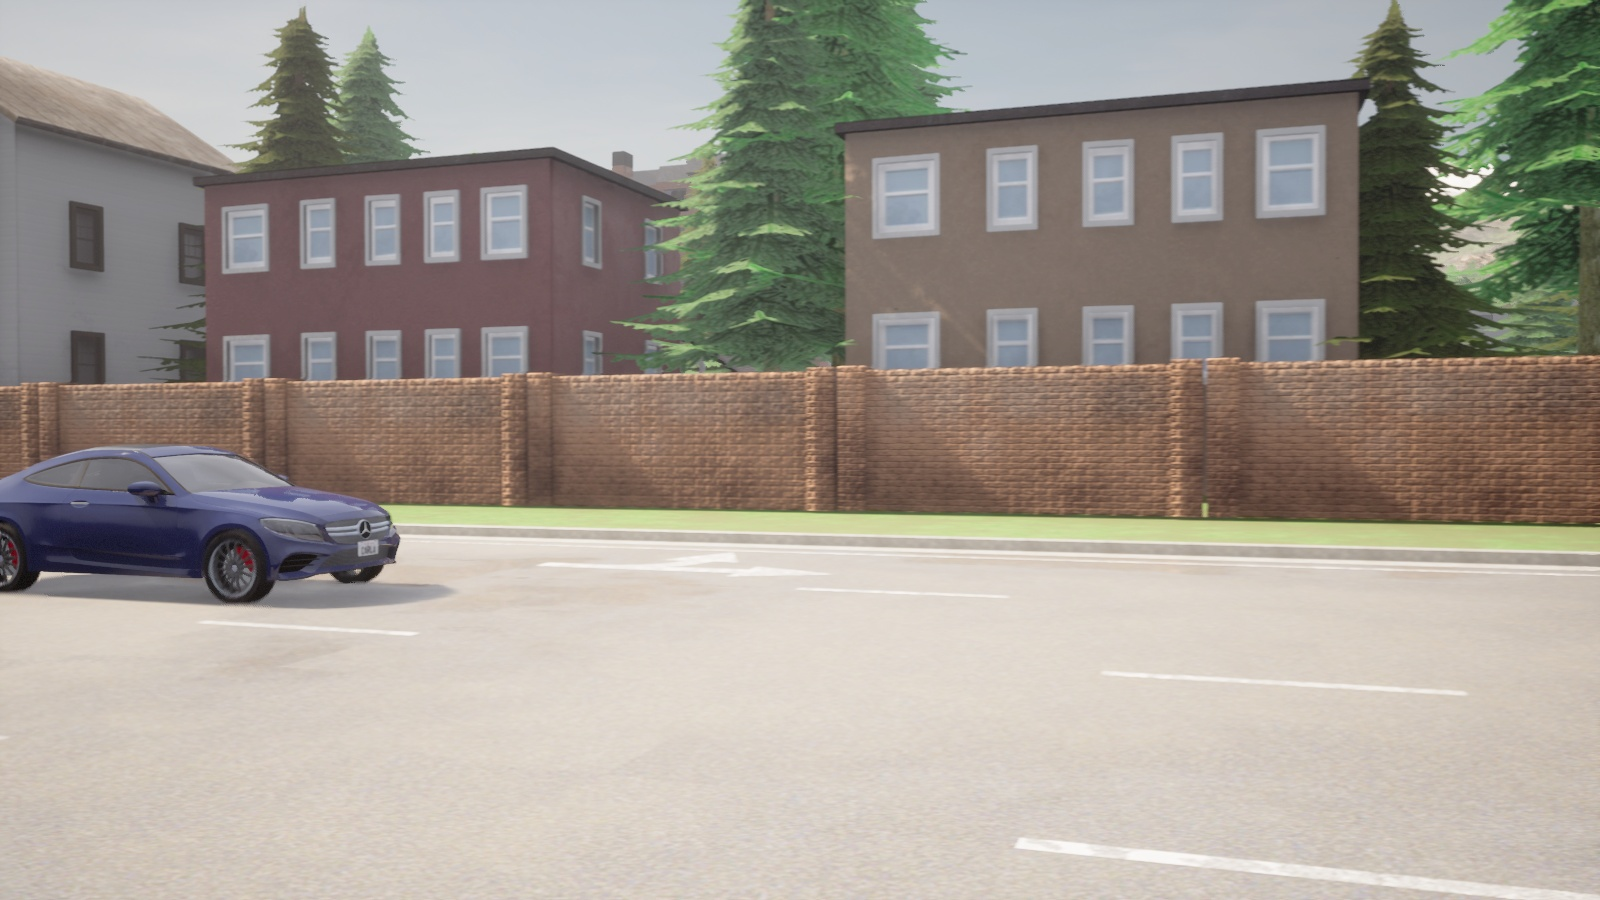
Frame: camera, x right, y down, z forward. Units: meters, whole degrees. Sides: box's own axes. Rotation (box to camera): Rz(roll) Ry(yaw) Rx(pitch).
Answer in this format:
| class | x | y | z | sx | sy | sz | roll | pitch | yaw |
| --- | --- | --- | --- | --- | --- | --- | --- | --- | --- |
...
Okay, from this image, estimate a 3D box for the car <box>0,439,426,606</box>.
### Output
| class | x | y | z | sx | sy | sz | roll | pitch | yaw |
| --- | --- | --- | --- | --- | --- | --- | --- | --- | --- |
| car | -6.322 | 0.625 | 12.700 | 4.674 | 1.442 | 1.812 | 1 | 1 | 19 |
